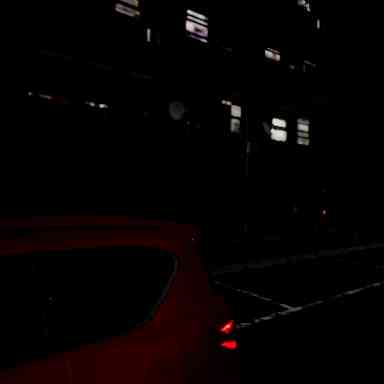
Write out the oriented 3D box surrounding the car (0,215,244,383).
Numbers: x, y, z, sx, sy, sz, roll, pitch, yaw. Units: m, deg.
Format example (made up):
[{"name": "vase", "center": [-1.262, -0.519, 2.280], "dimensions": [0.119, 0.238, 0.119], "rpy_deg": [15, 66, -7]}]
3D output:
[{"name": "car", "center": [-2.201, 1.211, 1.807], "dimensions": [5.566, 2.045, 2.150], "rpy_deg": [1, 0, -36]}]
